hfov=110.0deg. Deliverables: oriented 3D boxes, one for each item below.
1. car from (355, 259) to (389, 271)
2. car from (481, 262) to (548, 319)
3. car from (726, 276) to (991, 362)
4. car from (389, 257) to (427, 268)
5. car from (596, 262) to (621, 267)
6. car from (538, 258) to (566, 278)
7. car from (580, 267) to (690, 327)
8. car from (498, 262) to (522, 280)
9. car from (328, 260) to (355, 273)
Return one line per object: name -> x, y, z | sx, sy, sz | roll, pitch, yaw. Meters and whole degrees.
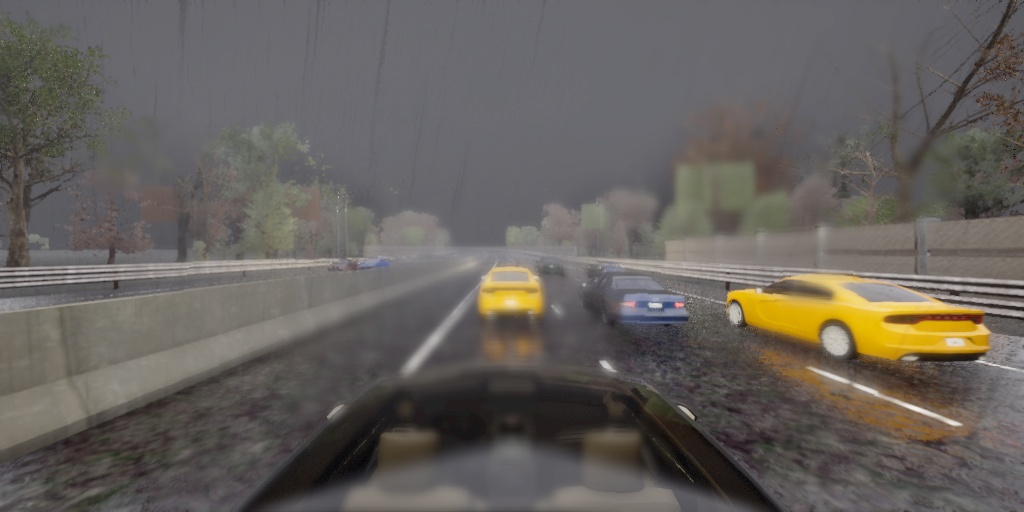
car -> -14.437, 1.013, 38.059 | 1.882, 1.535, 5.008 | 0, 0, -1
car -> -0.012, 1.163, 12.541 | 1.882, 1.535, 5.008 | 0, 1, 0
car -> 7.011, 1.187, 8.155 | 1.882, 1.535, 5.008 | 0, 1, 0
car -> -10.938, 1.082, 38.114 | 2.033, 1.411, 5.357 | 0, 0, -1
car -> 6.859, 1.150, 26.235 | 2.033, 1.411, 5.357 | 0, 0, 0
car -> 3.322, 0.926, 31.038 | 2.097, 1.767, 4.553 | 0, 0, 0
car -> 3.499, 1.240, 11.275 | 2.033, 1.411, 5.357 | 0, 0, 0
car -> -0.166, 1.184, 29.669 | 1.895, 1.301, 4.718 | 0, 0, 0
car -> -17.941, 1.097, 38.587 | 1.994, 1.385, 4.181 | 0, 0, -1
